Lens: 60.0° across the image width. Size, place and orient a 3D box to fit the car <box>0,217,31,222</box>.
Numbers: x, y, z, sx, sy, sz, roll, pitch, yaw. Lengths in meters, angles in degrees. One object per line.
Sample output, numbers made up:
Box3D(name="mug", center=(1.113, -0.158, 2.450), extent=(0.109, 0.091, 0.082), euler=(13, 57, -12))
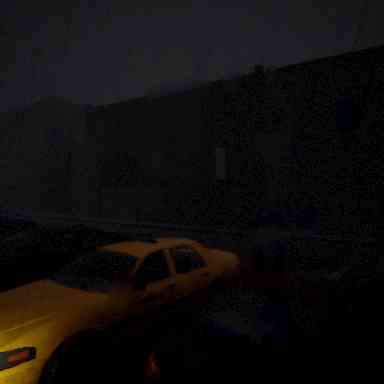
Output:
Box3D(name="car", center=(-5.508, 1.530, 8.965), extent=(2.097, 1.535, 5.008), euler=(0, 0, 36))

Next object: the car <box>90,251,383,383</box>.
Box3D(name="car", center=(1.370, 1.532, 4.009), extent=(2.002, 1.452, 4.674), euler=(0, 0, 36))

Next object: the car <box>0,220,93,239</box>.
Box3D(name="car", center=(-3.210, 1.517, 7.321), extent=(2.097, 1.535, 5.008), euler=(0, 0, 36))

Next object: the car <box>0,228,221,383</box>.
Box3D(name="car", center=(-1.029, 1.501, 5.513), extent=(1.946, 1.575, 5.366), euler=(0, 0, 36))
